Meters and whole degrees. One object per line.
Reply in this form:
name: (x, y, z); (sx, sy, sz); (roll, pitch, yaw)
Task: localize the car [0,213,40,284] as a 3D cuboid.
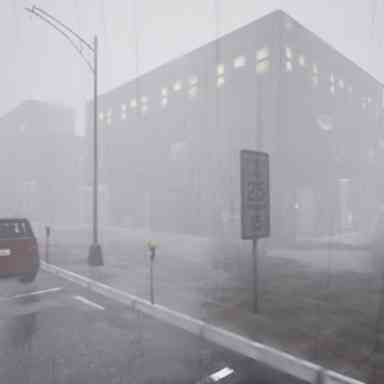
car: (-5.978, 1.509, 9.370); (2.192, 1.841, 5.009); (2, -2, -44)
